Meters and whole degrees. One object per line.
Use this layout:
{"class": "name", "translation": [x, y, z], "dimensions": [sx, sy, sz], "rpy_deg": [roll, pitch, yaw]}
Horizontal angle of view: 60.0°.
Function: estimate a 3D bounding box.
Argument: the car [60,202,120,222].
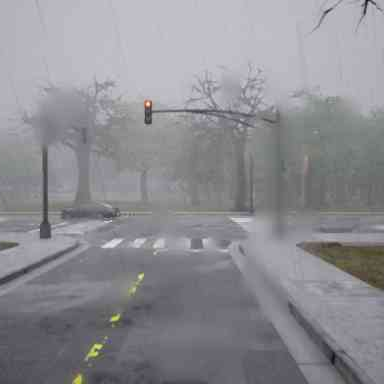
{"class": "car", "translation": [-8.009, 1.531, 26.232], "dimensions": [4.674, 1.442, 1.812], "rpy_deg": [0, -1, 12]}
